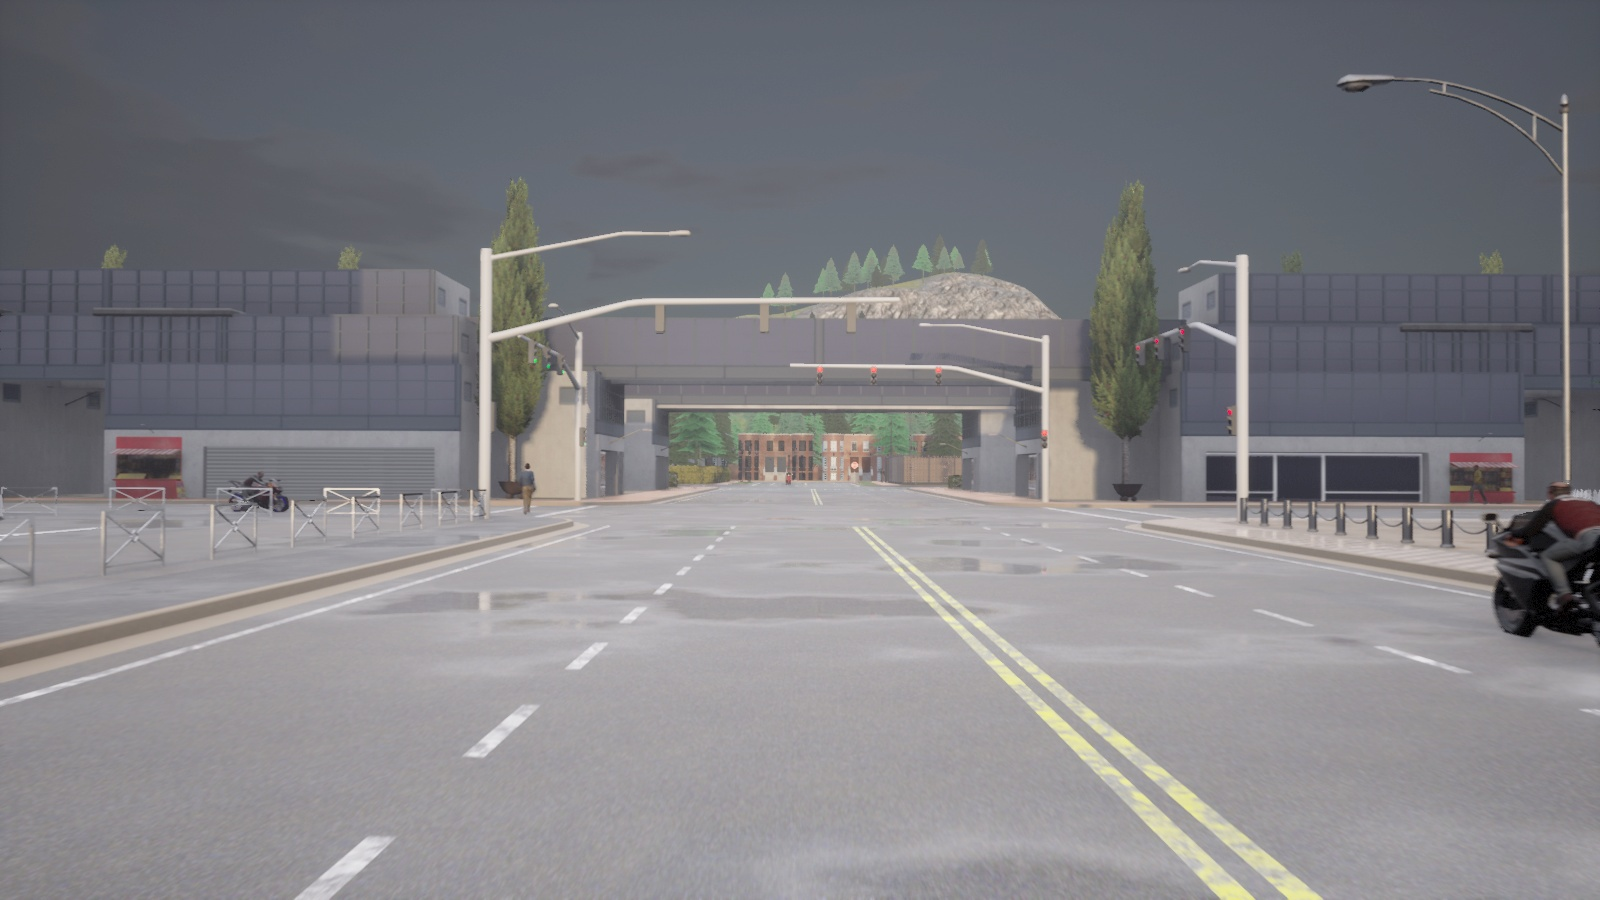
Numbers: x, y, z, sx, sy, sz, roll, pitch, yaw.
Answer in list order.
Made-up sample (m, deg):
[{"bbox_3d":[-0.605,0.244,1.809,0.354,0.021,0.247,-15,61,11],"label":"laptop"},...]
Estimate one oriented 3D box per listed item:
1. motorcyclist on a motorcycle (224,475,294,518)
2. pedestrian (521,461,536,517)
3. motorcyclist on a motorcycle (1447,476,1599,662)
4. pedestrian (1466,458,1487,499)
[{"bbox_3d":[-19.601,1.690,45.527,2.191,1.530,0.866,0,-1,1],"label":"motorcyclist on a motorcycle"},{"bbox_3d":[-9.523,1.374,44.051,0.423,1.949,0.788,0,-1,-6],"label":"pedestrian"},{"bbox_3d":[6.972,1.016,11.582,0.866,1.530,2.191,0,-1,0],"label":"motorcyclist on a motorcycle"},{"bbox_3d":[30.946,1.312,57.479,0.709,1.840,0.431,0,-1,0],"label":"pedestrian"}]
